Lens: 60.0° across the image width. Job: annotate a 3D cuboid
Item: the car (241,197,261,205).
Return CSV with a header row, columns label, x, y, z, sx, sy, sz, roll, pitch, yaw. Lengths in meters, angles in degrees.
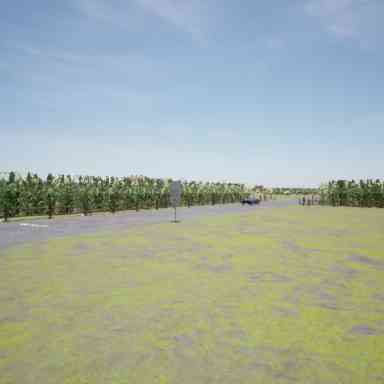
label,x,y,z,sx,sy,sz,roll,pitch,yaw
car,10.115,1.573,56.885,1.895,1.301,4.718,0,0,31
